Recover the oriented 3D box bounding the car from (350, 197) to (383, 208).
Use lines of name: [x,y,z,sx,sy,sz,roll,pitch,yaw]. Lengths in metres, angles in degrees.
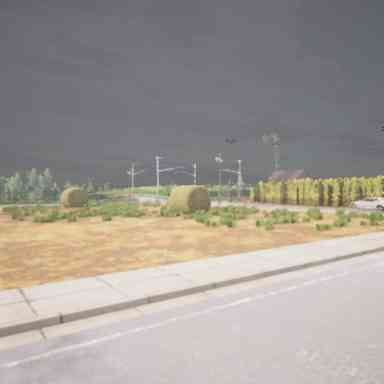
car: [19.778,1.311,36.561,1.812,1.442,4.674,0,0,-35]
